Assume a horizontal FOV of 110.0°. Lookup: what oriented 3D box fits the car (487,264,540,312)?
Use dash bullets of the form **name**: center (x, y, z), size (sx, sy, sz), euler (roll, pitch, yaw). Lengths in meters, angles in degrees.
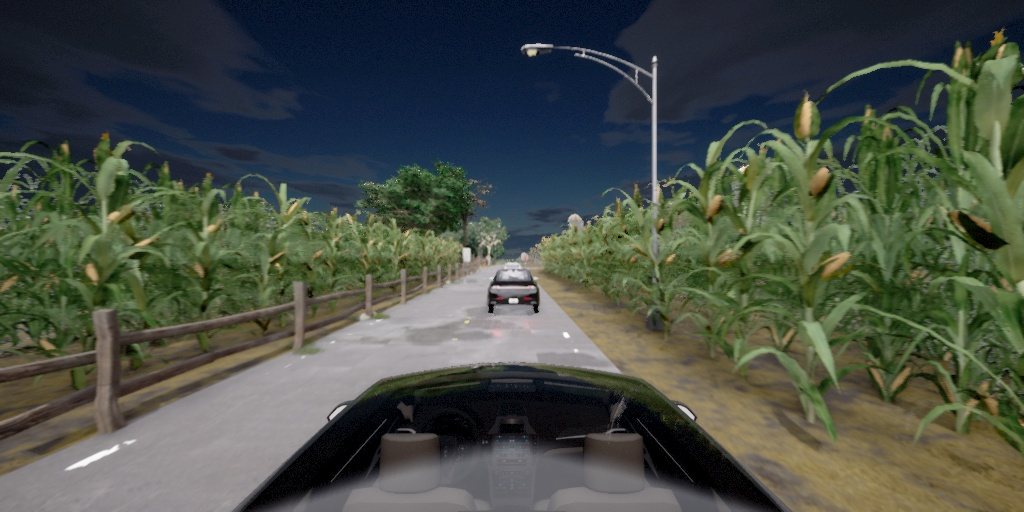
- **car**: center (0.062, 1.247, 14.146), size (2.128, 1.511, 4.902), euler (0, 0, 0)
